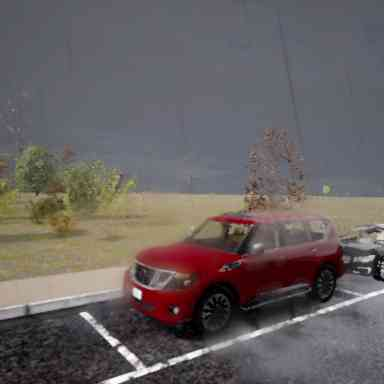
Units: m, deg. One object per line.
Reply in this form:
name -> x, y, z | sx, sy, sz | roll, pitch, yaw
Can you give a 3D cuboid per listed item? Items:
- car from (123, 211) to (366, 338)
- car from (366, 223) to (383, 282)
car -> 1.158, 1.371, 6.912 | 5.009, 1.841, 2.192 | 1, 0, -36
car -> 5.661, 1.670, 10.128 | 4.403, 1.369, 2.008 | 1, 0, -36
